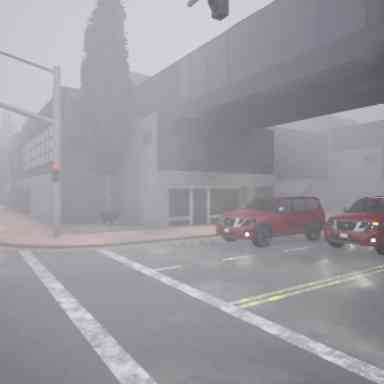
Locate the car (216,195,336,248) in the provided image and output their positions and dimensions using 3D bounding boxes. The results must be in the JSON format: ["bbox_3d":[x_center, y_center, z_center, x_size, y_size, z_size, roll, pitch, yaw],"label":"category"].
[{"bbox_3d":[3.692,1.186,14.900,5.566,2.045,2.150,0,0,-34],"label":"car"}]

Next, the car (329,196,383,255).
[{"bbox_3d":[7.697,1.193,13.371,5.566,2.045,2.150,0,0,-34],"label":"car"}]

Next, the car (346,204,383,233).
[{"bbox_3d":[11.471,1.521,20.145,4.181,1.385,1.994,0,0,-34],"label":"car"}]
